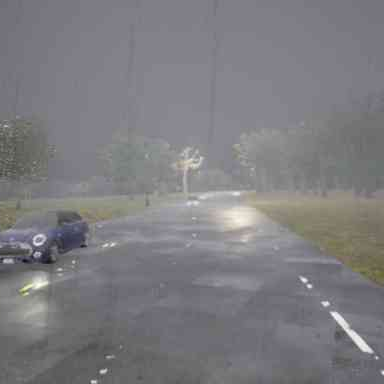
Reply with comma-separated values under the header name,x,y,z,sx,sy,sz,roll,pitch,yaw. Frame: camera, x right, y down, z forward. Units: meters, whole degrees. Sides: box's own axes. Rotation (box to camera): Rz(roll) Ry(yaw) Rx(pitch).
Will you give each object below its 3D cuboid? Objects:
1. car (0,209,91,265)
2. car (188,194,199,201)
name,x,y,z,sx,sy,sz,roll,pitch,yaw
car,-5.447,1.493,12.279,2.097,1.767,4.553,-2,0,3
car,0.251,1.175,68.830,1.895,1.301,4.718,-2,1,8
